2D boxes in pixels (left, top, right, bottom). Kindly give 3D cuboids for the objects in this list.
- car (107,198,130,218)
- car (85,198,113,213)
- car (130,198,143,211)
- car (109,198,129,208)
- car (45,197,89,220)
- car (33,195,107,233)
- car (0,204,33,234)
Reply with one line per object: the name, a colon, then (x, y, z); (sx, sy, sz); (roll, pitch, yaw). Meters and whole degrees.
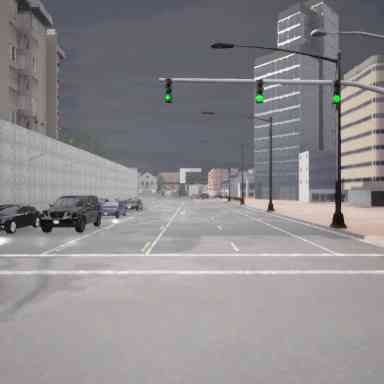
car: (-7.122, 1.525, 29.816); (1.812, 1.442, 4.674); (0, 0, 0)
car: (-10.624, 1.504, 38.428); (1.837, 1.490, 4.892); (0, 0, 0)
car: (-7.122, 1.490, 40.158); (2.128, 1.511, 4.902); (0, 0, 0)
car: (-10.594, 1.599, 48.488); (1.895, 1.301, 4.718); (0, 0, 0)
car: (-10.622, 1.351, 28.610); (2.097, 1.767, 4.553); (0, 0, 0)
car: (-7.112, 1.221, 20.175); (2.150, 2.045, 5.566); (0, 0, 0)
car: (-10.616, 1.504, 19.542); (1.837, 1.490, 4.892); (0, 0, 0)
